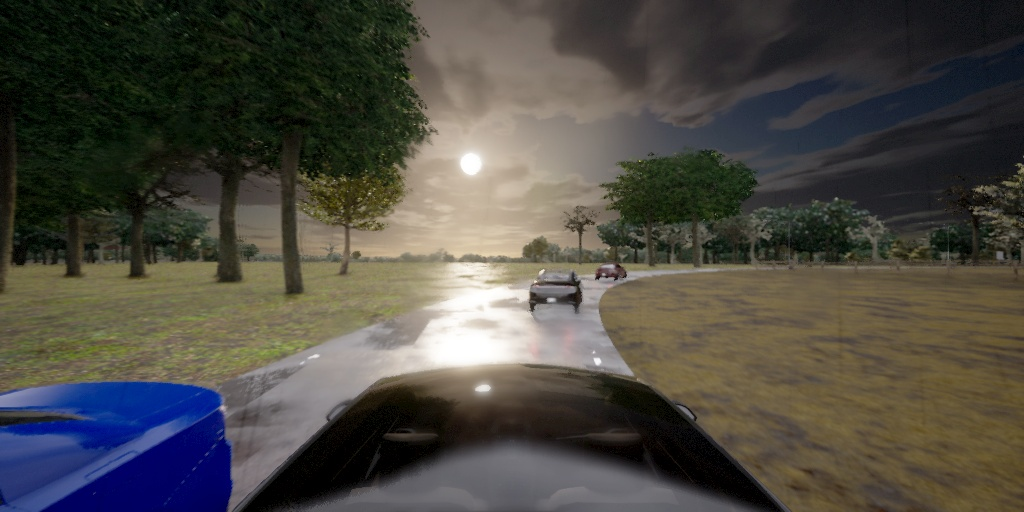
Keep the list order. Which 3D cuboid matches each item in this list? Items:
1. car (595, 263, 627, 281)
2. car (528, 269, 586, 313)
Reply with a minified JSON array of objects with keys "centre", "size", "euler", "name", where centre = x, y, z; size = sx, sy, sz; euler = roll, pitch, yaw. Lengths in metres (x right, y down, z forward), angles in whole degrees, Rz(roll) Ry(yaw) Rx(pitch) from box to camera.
[{"centre":[8.578,1.324,30.941],"size":[1.812,1.442,4.674],"euler":[0,0,30],"name":"car"},{"centre":[1.864,1.259,14.291],"size":[2.128,1.511,4.902],"euler":[0,0,13],"name":"car"}]
